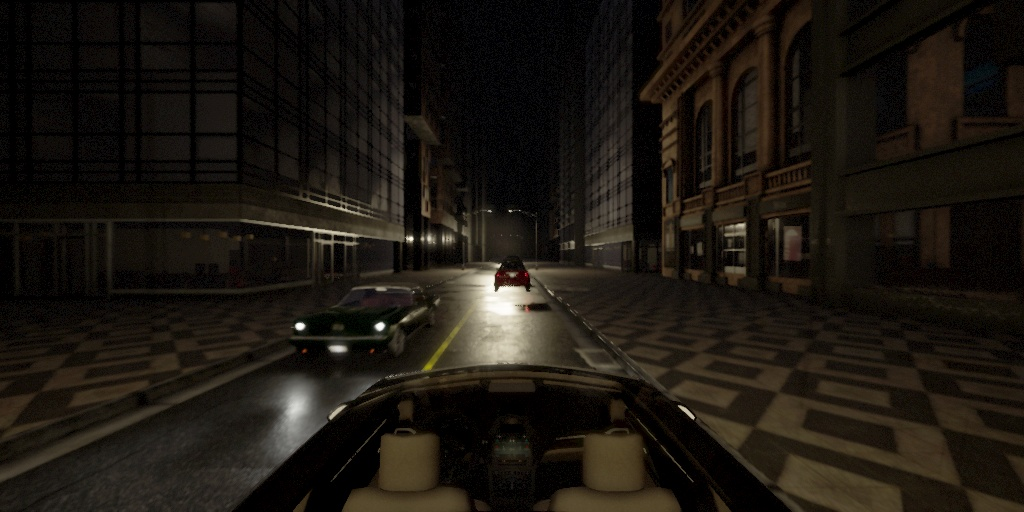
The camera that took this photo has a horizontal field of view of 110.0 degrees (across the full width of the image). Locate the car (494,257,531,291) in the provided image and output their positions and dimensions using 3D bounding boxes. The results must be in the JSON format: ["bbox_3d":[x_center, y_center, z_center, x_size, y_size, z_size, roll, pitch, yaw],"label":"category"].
[{"bbox_3d":[0.027,1.098,22.168,2.097,1.767,4.553,0,0,0],"label":"car"}]

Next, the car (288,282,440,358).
[{"bbox_3d":[-3.093,1.349,8.598,1.895,1.301,4.718,0,0,0],"label":"car"}]
